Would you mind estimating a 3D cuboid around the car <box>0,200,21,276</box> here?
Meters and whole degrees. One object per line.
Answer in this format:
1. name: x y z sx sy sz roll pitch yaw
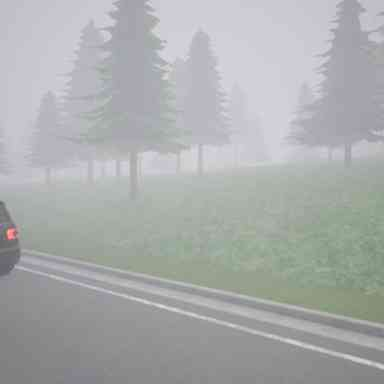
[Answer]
1. car: -6.729 1.133 8.756 5.566 2.045 2.150 1 0 36
